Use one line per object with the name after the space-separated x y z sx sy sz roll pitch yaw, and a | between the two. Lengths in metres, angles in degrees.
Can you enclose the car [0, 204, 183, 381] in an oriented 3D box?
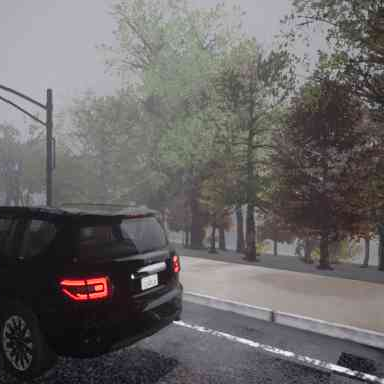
-2.756 1.221 5.680 5.566 2.045 2.150 0 0 34 | car
